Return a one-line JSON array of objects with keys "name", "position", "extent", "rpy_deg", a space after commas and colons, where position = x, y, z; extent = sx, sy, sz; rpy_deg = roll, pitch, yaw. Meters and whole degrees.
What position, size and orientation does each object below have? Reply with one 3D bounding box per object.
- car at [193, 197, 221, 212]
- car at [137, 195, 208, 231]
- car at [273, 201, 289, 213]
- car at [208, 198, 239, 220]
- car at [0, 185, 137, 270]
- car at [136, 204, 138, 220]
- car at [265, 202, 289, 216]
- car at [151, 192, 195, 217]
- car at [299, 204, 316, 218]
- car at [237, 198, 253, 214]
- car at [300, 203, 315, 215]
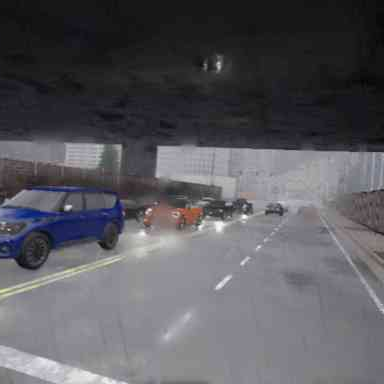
[{"name": "car", "position": [1.802, 1.392, 37.775], "extent": [1.812, 1.442, 4.674], "rpy_deg": [4, 0, 20]}, {"name": "car", "position": [-0.957, 1.141, 19.286], "extent": [2.097, 1.767, 4.553], "rpy_deg": [4, 0, 20]}, {"name": "car", "position": [13.210, 2.169, 49.054], "extent": [1.812, 1.442, 4.674], "rpy_deg": [4, 1, 20]}, {"name": "car", "position": [2.330, 1.447, 28.728], "extent": [1.882, 1.535, 5.008], "rpy_deg": [4, 0, 19]}, {"name": "car", "position": [-4.144, 0.836, 10.118], "extent": [2.150, 2.045, 5.566], "rpy_deg": [4, 0, 19]}, {"name": "car", "position": [-4.473, 1.122, 19.864], "extent": [1.895, 1.301, 4.718], "rpy_deg": [4, 0, 19]}, {"name": "car", "position": [9.754, 2.002, 39.031], "extent": [2.033, 1.411, 5.357], "rpy_deg": [4, 0, 20]}, {"name": "car", "position": [-1.498, 1.037, 28.330], "extent": [2.097, 1.767, 4.553], "rpy_deg": [4, 0, 19]}, {"name": "car", "position": [13.994, 2.254, 40.429], "extent": [2.128, 1.511, 4.902], "rpy_deg": [4, 0, 19]}, {"name": "car", "position": [5.693, 1.507, 38.258], "extent": [2.097, 1.767, 4.553], "rpy_deg": [4, 0, 20]}, {"name": "car", "position": [17.006, 2.453, 49.191], "extent": [1.812, 1.442, 4.674], "rpy_deg": [4, 0, 17]}]
